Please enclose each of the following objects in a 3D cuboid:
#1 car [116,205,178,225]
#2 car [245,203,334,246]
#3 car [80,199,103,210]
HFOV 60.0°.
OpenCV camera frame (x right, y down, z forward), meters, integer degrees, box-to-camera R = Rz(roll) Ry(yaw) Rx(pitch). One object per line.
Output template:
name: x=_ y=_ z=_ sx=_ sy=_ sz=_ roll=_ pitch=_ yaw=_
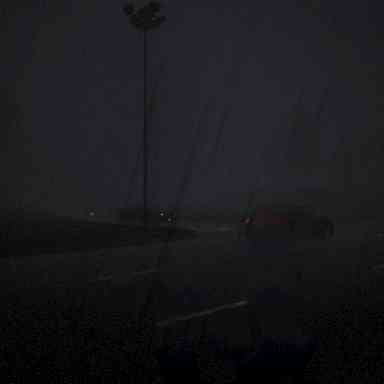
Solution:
car: x=-3.301 y=1.612 z=24.331 sx=4.718 sy=1.301 sz=1.895 roll=0 pitch=0 yaw=37
car: x=4.668 y=1.365 z=15.674 sx=4.553 sy=1.767 sz=2.097 roll=0 pitch=0 yaw=-35
car: x=-12.813 y=1.578 z=42.613 sx=1.994 sy=1.385 sz=4.181 roll=0 pitch=0 yaw=-1
